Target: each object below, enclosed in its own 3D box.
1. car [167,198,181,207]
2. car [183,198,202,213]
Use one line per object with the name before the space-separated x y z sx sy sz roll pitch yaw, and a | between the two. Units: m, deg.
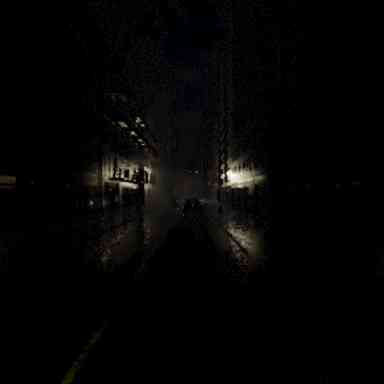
car | -3.022 1.712 56.185 1.837 1.490 4.892 0 0 0
car | 0.084 1.492 38.392 2.097 1.767 4.553 0 0 0
